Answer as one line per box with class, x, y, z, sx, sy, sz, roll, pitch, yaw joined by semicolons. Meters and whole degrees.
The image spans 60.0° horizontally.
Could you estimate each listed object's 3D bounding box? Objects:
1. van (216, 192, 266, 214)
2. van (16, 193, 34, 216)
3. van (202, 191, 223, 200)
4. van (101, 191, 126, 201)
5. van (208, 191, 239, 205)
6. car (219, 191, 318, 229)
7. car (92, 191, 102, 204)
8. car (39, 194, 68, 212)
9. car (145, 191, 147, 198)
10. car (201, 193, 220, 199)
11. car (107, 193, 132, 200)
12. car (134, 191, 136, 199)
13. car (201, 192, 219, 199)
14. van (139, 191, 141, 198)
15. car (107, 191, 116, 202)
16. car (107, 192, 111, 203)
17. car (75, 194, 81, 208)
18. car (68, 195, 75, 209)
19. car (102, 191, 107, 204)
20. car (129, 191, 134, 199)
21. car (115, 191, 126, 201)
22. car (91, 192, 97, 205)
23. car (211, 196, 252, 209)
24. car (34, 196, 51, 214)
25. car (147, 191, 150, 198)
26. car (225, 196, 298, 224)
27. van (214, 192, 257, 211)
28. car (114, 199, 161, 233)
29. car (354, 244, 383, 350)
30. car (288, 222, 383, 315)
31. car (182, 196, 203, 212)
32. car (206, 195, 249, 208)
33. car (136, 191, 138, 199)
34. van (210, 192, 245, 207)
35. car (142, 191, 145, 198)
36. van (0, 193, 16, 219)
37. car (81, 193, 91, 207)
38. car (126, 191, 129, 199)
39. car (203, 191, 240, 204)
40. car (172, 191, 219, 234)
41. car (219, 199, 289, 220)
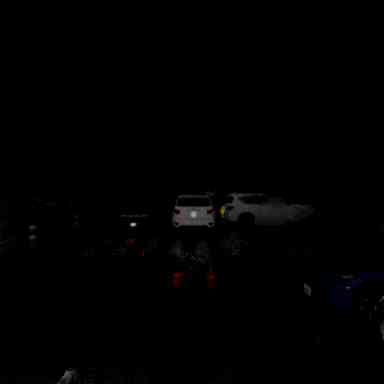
van;4.518;1.045;31.234;4.442;1.987;1.878;0;0;0
van;-15.707;1.045;26.938;4.442;1.987;1.878;0;0;0
van;4.510;0.795;72.469;4.442;1.987;1.878;0;0;0
van;-15.450;0.802;65.846;4.442;1.987;1.878;0;0;0
van;4.748;0.900;50.535;4.442;1.987;1.878;0;0;0
car;4.665;1.105;20.201;5.566;2.045;2.435;0;0;0
car;-15.547;1.002;46.392;4.553;1.767;2.185;0;0;0
car;-15.402;1.226;32.498;5.366;1.575;1.946;0;0;0
car;-15.548;1.022;90.792;4.674;1.452;2.002;0;0;0
car;4.619;0.995;83.621;4.892;1.521;2.231;0;0;0
car;-15.557;1.011;71.404;4.892;1.521;2.231;0;0;0
car;-15.532;1.031;74.183;4.792;1.488;2.163;0;0;0
car;4.594;0.864;86.378;4.553;1.767;2.185;0;0;0
van;-15.440;0.760;82.518;4.442;1.987;1.878;0;0;0
car;-15.567;1.079;54.731;4.892;1.521;2.231;0;0;0
car;-15.573;1.133;51.952;4.674;1.452;2.002;0;0;0
car;-15.615;1.061;38.056;4.553;1.767;2.185;0;0;0
car;-15.580;1.208;35.278;5.008;1.535;2.097;0;0;0
car;-15.546;0.985;49.172;4.553;1.767;2.185;0;0;0
car;-15.537;0.766;68.623;5.566;2.045;2.435;0;0;0
car;-15.542;0.799;60.288;5.566;2.045;2.435;0;0;0
car;-15.586;1.148;43.615;4.892;1.521;2.231;0;0;0
car;4.631;1.244;39.508;4.674;1.452;2.002;0;0;0
car;-15.591;1.290;29.719;4.674;1.452;2.002;0;0;0
car;-15.521;0.731;93.511;5.566;2.045;2.435;0;0;0
car;4.667;1.211;22.837;4.553;1.767;2.185;0;0;0
van;4.751;1.000;36.749;4.442;1.987;1.878;0;0;0
car;-2.903;1.378;18.850;2.128;1.511;4.902;0;0;0
car;4.642;1.501;3.658;4.674;1.452;2.002;0;0;0
car;4.610;1.475;6.415;4.792;1.488;2.163;0;0;0
car;0.094;1.242;36.147;2.128;1.511;4.902;0;0;0
car;4.448;1.180;42.265;5.366;1.575;1.946;0;0;0
car;-15.557;1.036;76.837;4.674;1.452;2.002;0;0;0
van;4.749;0.937;45.022;4.442;1.987;1.878;0;0;0
car;-15.583;0.733;85.299;5.566;2.045;2.435;0;0;0
van;-15.709;1.065;24.159;4.442;1.987;1.878;0;0;0
car;-15.578;1.166;40.838;5.008;1.535;2.097;0;0;0
car;-15.383;1.036;63.067;5.366;1.575;1.946;0;0;0
car;4.659;0.857;53.293;5.566;2.045;2.435;0;0;0
car;0.105;1.110;18.483;2.150;2.045;5.566;0;0;0
car;4.630;1.315;25.595;5.008;1.535;2.097;0;0;0
